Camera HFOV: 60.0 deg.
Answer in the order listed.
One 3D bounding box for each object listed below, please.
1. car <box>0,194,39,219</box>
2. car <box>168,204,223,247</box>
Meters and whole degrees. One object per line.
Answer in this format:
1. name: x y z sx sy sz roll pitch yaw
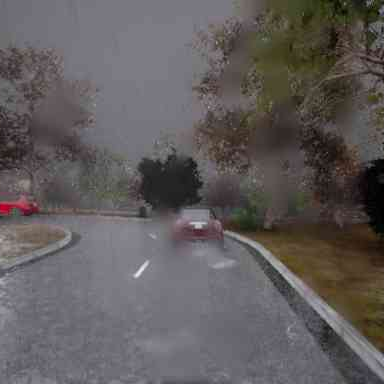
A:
1. car: -16.151 1.178 28.594 5.566 2.045 2.150 1 -1 0
2. car: 0.027 1.383 15.244 2.097 1.767 4.553 0 0 -6
